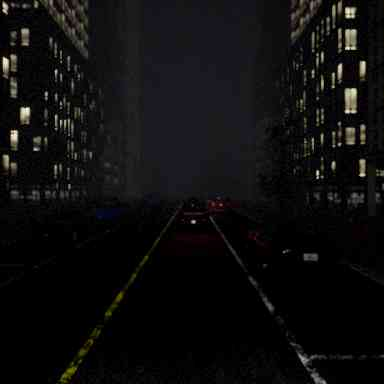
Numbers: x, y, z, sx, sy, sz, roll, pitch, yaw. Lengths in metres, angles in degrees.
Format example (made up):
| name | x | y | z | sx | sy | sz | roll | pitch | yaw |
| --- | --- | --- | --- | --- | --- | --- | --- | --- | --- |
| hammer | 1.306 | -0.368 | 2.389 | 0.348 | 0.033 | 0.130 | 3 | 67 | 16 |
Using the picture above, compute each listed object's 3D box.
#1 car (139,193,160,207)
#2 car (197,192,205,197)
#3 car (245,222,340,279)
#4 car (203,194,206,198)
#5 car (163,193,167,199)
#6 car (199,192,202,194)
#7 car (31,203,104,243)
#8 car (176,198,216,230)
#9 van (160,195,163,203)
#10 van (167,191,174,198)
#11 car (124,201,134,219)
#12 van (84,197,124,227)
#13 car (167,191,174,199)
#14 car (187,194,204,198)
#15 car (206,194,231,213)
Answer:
| name | x | y | z | sx | sy | sz | roll | pitch | yaw |
| --- | --- | --- | --- | --- | --- | --- | --- | --- | --- |
| car | -5.726 | 1.105 | 43.766 | 1.967 | 1.590 | 4.097 | 0 | 0 | 0 |
| car | 2.608 | 0.802 | 94.986 | 2.008 | 1.369 | 4.403 | 0 | 0 | 0 |
| car | 2.684 | 1.494 | 9.610 | 1.947 | 1.339 | 4.313 | 0 | 0 | 0 |
| car | 2.654 | 1.246 | 43.760 | 1.802 | 1.307 | 4.206 | 0 | 0 | 0 |
| car | -5.737 | 1.140 | 55.152 | 1.947 | 1.339 | 4.313 | 0 | 0 | 0 |
| car | 2.624 | 0.831 | 77.909 | 1.967 | 1.590 | 4.097 | 0 | 0 | 0 |
| car | -5.702 | 1.430 | 15.307 | 1.887 | 1.381 | 4.507 | 0 | 0 | 0 |
| car | 0.081 | 1.341 | 20.012 | 2.128 | 1.511 | 4.902 | 0 | 0 | 0 |
| van | -5.731 | 0.960 | 49.458 | 1.690 | 1.788 | 3.998 | 0 | 0 | 0 |
| van | -5.766 | 0.639 | 89.301 | 1.690 | 1.788 | 3.998 | 0 | 0 | 0 |
| car | -5.712 | 1.380 | 26.692 | 1.802 | 1.307 | 4.206 | 0 | 0 | 0 |
| van | -5.706 | 1.183 | 20.998 | 1.690 | 1.788 | 3.998 | 0 | 0 | 0 |
| car | -5.757 | 0.918 | 77.748 | 1.752 | 1.417 | 4.829 | 0 | 0 | 0 |
| car | 0.052 | 1.236 | 37.979 | 1.812 | 1.442 | 4.674 | 0 | 0 | 0 |
| car | 2.665 | 1.194 | 32.375 | 1.967 | 1.590 | 4.097 | 0 | 0 | 0 |
